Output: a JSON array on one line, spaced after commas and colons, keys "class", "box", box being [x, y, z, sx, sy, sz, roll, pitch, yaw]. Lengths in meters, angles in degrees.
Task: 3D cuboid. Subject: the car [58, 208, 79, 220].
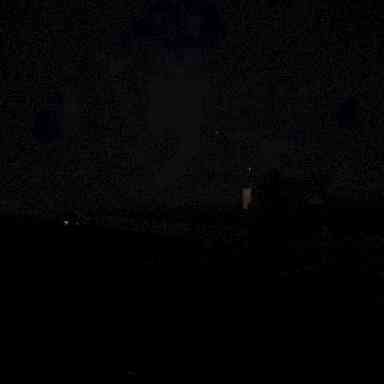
[{"class": "car", "box": [-18.583, 3.170, 50.011, 2.097, 1.767, 4.553, -3, 0, -35]}]
